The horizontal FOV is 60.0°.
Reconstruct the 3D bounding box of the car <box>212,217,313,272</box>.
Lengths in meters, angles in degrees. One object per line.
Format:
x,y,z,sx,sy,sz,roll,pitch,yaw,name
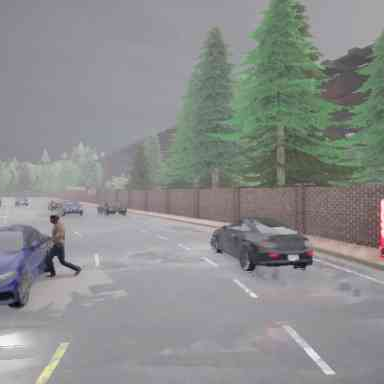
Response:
2.075,1.525,10.808,1.812,1.442,4.674,0,0,-13,car

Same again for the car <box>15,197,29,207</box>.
-26.470,1.493,51.640,2.128,1.511,4.902,0,0,-28,car

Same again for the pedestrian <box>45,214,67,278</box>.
-3.582,1.294,8.763,0.375,1.860,0.375,0,0,-14,pedestrian

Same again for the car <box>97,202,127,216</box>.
-7.861,1.601,32.256,1.895,1.301,4.718,0,0,-28,car

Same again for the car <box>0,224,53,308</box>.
-4.510,1.526,7.828,1.812,1.442,4.674,0,0,-13,car

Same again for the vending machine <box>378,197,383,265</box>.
6.508,1.195,10.191,1.100,2.100,0.880,0,0,-12,vending machine

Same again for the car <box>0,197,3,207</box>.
-29.920,1.509,50.683,1.837,1.490,4.892,0,0,-28,car

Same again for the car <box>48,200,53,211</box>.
-16.707,1.601,41.242,1.895,1.301,4.718,0,0,-28,car

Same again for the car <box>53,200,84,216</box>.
-11.763,1.547,32.120,2.033,1.411,5.357,0,0,-28,car
